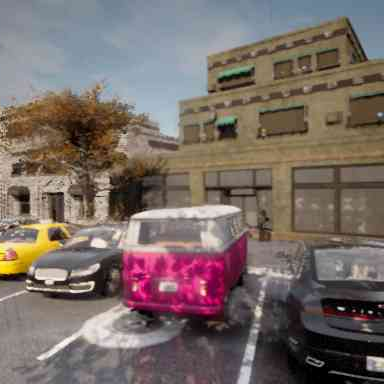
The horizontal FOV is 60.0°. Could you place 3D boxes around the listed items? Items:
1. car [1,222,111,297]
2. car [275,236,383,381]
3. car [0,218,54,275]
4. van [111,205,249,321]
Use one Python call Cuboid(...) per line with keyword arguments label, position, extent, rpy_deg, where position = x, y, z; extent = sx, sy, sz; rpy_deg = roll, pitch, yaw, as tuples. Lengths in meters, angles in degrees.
Cuboid(label="car", position=(-2.219, 1.592, 9.033), extent=(2.231, 1.521, 4.892), rpy_deg=(-1, -2, 15))
Cuboid(label="car", position=(2.535, 1.492, 5.633), extent=(2.231, 1.521, 4.892), rpy_deg=(-1, -1, 15))
Cuboid(label="car", position=(-4.565, 1.670, 10.899), extent=(1.946, 1.575, 5.366), rpy_deg=(-2, -2, 15))
Cuboid(label="van", position=(0.187, 1.308, 7.451), extent=(1.878, 1.987, 4.442), rpy_deg=(-1, -2, 15))
